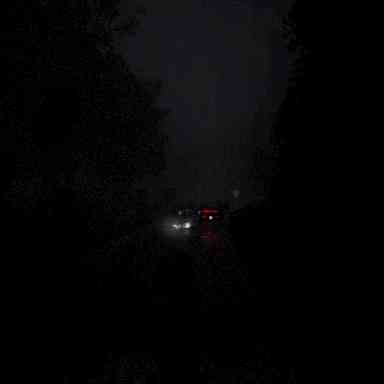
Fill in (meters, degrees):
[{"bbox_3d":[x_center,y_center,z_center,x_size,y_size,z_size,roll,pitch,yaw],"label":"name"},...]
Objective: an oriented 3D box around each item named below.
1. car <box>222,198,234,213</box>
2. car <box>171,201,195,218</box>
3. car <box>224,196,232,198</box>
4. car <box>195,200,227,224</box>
[{"bbox_3d":[3.857,1.805,42.185,2.128,1.511,4.902,0,-1,10],"label":"car"},{"bbox_3d":[-0.726,1.618,31.511,2.128,1.511,4.902,0,-1,7],"label":"car"},{"bbox_3d":[7.679,1.750,71.517,2.097,1.767,4.553,1,1,16],"label":"car"},{"bbox_3d":[1.571,1.587,25.774,1.837,1.490,4.892,0,-1,6],"label":"car"}]
